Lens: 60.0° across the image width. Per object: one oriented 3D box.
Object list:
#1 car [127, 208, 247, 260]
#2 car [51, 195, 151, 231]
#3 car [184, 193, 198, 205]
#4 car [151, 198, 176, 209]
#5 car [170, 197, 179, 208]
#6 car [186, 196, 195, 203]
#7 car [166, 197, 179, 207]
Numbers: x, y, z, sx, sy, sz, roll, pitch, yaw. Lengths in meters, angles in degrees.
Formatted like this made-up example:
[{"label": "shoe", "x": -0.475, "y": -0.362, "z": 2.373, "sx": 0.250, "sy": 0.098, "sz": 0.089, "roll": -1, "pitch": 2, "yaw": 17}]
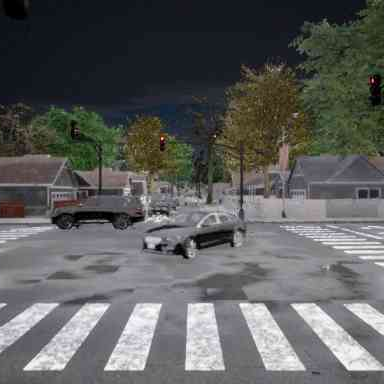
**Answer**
[{"label": "car", "x": 0.241, "y": 1.482, "z": 12.685, "sx": 2.128, "sy": 1.511, "sz": 4.902, "roll": -1, "pitch": 0, "yaw": 40}, {"label": "car", "x": -5.648, "y": 1.238, "z": 20.487, "sx": 5.566, "sy": 2.045, "sz": 2.150, "roll": 0, "pitch": 0, "yaw": 1}, {"label": "car", "x": -0.176, "y": 1.268, "z": 58.250, "sx": 2.150, "sy": 2.045, "sz": 5.566, "roll": 0, "pitch": -1, "yaw": 1}, {"label": "car", "x": -3.027, "y": 1.567, "z": 32.838, "sx": 2.033, "sy": 1.411, "sz": 5.357, "roll": 0, "pitch": 0, "yaw": 0}, {"label": "car", "x": -3.006, "y": 1.594, "z": 42.727, "sx": 1.994, "sy": 1.385, "sz": 4.181, "roll": 0, "pitch": 0, "yaw": 0}, {"label": "car", "x": -0.302, "y": 1.628, "z": 73.507, "sx": 1.994, "sy": 1.385, "sz": 4.181, "roll": 0, "pitch": 0, "yaw": 0}, {"label": "car", "x": -3.024, "y": 1.568, "z": 52.977, "sx": 1.812, "sy": 1.442, "sz": 4.674, "roll": 0, "pitch": 0, "yaw": 0}]
